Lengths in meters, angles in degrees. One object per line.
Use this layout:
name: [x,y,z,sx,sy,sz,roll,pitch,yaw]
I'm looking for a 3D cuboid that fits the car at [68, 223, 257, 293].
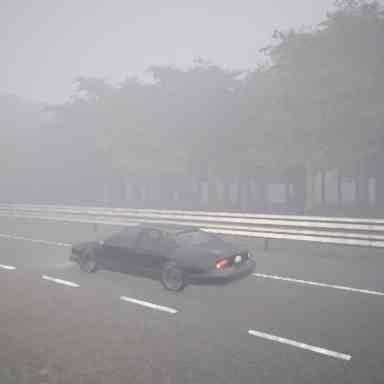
car: [-1.015,1.549,8.902,5.357,1.411,2.033,0,0,35]
